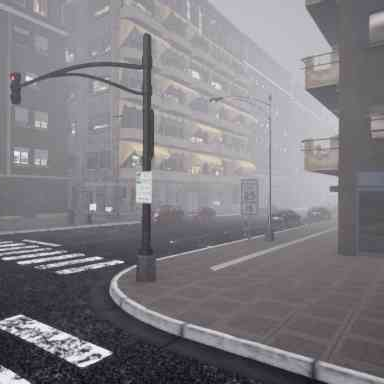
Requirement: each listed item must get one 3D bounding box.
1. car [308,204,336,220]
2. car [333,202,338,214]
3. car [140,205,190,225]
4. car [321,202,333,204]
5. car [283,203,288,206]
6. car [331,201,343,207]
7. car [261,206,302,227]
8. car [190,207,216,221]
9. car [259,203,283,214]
[{"bbox_3d":[14.147,2.295,36.784,1.947,1.339,4.313,-1,-2,35],"label":"car"},{"bbox_3d":[20.719,2.458,46.245,1.752,1.417,4.829,-1,-2,35],"label":"car"},{"bbox_3d":[-2.393,1.820,27.551,1.967,1.590,4.097,-1,-1,35],"label":"car"},{"bbox_3d":[17.780,2.492,46.474,1.895,1.301,4.718,0,-1,35],"label":"car"},{"bbox_3d":[13.697,2.403,50.709,1.752,1.417,4.829,-1,-1,35],"label":"car"},{"bbox_3d":[36.430,3.021,83.491,1.967,1.590,4.097,-1,-1,35],"label":"car"},{"bbox_3d":[7.671,2.095,27.463,1.947,1.339,4.313,-1,-2,35],"label":"car"},{"bbox_3d":[0.844,2.063,32.207,1.802,1.307,4.206,-1,-1,35],"label":"car"},{"bbox_3d":[10.556,2.326,46.188,1.887,1.381,4.507,-1,-1,35],"label":"car"}]
